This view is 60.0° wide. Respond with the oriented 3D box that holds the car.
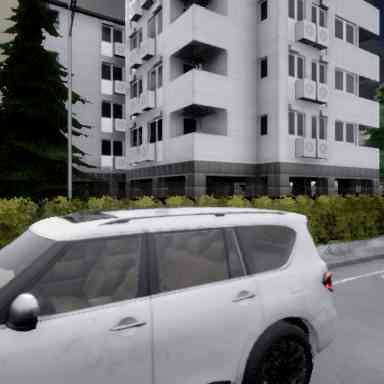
[{"bbox_3d":[-0.918,1.223,3.485,5.566,2.045,2.150,0,0,-30],"label":"car"}]
